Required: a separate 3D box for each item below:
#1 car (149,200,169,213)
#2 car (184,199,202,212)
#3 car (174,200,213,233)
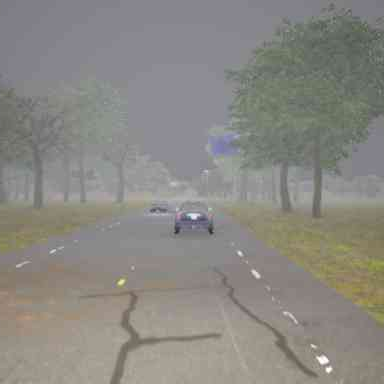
[{"bbox_3d":[-3.496,1.543,36.721,2.033,1.411,5.357,0,0,0],"label":"car"},{"bbox_3d":[0.102,1.562,39.054,1.994,1.385,4.181,0,0,0],"label":"car"},{"bbox_3d":[0.100,1.342,19.594,2.097,1.767,4.553,0,0,0],"label":"car"}]
